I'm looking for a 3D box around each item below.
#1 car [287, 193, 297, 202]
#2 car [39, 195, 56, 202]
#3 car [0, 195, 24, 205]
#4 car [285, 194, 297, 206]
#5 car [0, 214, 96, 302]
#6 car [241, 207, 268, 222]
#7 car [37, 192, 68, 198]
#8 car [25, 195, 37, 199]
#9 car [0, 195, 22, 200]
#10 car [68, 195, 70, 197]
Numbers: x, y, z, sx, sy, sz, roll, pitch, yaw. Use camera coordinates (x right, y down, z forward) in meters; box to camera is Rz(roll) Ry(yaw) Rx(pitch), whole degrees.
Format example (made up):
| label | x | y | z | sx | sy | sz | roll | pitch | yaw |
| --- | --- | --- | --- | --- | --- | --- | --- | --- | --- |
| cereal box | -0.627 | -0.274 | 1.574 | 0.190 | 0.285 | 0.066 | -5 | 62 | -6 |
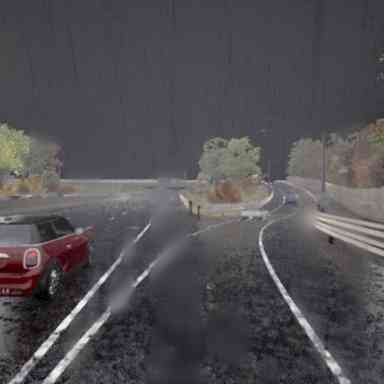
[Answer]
| label | x | y | z | sx | sy | sz | roll | pitch | yaw |
| --- | --- | --- | --- | --- | --- | --- | --- | --- | --- |
| car | 22.852 | 1.177 | 76.149 | 2.097 | 1.767 | 4.553 | 0 | 4 | 16 |
| car | -31.345 | 1.310 | 72.397 | 1.812 | 1.442 | 4.674 | 0 | 0 | -3 |
| car | -30.662 | 1.333 | 56.541 | 1.837 | 1.490 | 4.892 | 0 | 1 | -2 |
| car | 19.669 | 1.645 | 66.221 | 2.150 | 2.045 | 5.566 | 1 | 3 | 18 |
| car | -3.916 | 1.327 | 8.349 | 2.097 | 1.767 | 4.553 | 0 | 0 | -3 |
| car | 6.159 | 2.096 | 32.171 | 1.895 | 1.301 | 4.718 | 1 | -1 | 22 |
| car | -23.672 | 1.089 | 56.668 | 2.150 | 2.045 | 5.566 | 0 | 0 | -2 |
| car | -27.176 | 1.345 | 56.807 | 2.128 | 1.511 | 4.902 | 0 | 0 | -2 |
| car | -23.019 | 1.217 | 40.718 | 2.097 | 1.767 | 4.553 | 0 | 0 | -2 |
| car | -27.862 | 1.386 | 72.848 | 1.895 | 1.301 | 4.718 | 0 | 0 | -3 |
